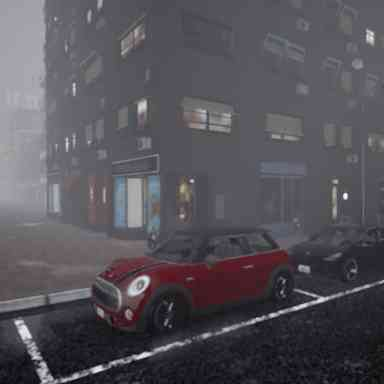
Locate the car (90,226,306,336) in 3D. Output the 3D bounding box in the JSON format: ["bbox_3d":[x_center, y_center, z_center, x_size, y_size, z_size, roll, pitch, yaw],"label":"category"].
[{"bbox_3d":[0.118,1.468,6.649,4.097,1.590,1.967,1,-1,-35],"label":"car"}]

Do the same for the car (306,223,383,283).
[{"bbox_3d":[4.685,1.636,9.890,4.313,1.339,1.947,1,-1,-35],"label":"car"}]
